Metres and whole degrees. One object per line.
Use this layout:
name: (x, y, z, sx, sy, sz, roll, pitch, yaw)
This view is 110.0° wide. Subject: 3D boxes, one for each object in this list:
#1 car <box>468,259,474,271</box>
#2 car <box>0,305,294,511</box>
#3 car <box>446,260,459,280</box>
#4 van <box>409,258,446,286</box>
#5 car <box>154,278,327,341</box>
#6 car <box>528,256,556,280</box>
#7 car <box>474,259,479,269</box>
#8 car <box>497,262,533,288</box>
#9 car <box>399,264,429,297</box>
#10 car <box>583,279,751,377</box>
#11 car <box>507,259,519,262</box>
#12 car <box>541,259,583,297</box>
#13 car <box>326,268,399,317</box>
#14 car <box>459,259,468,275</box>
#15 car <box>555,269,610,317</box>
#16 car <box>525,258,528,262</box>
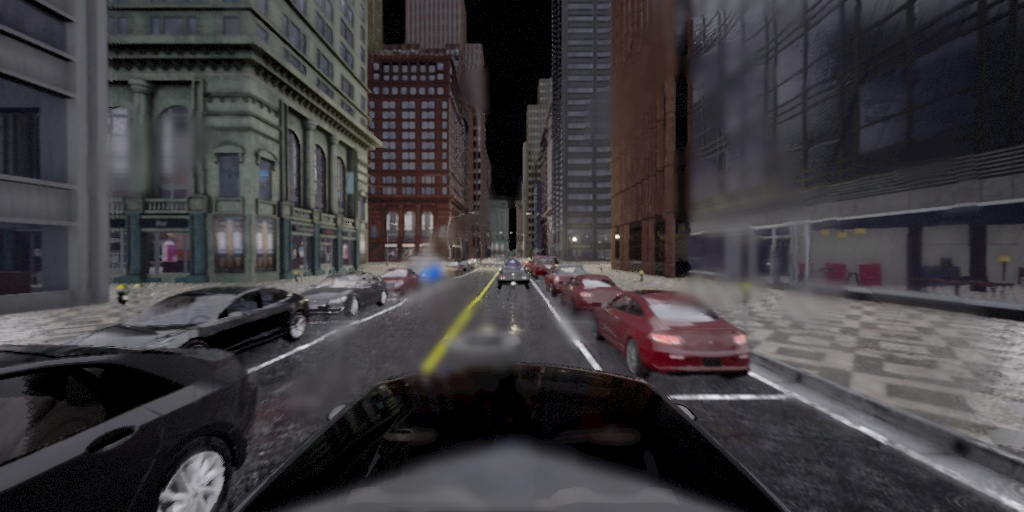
car: (-5.786, 1.140, 40.826, 1.948, 1.339, 4.313, 0, 0, 0)
car: (-3.094, 1.261, 1.081, 1.837, 1.490, 4.892, 0, 0, 0)
car: (-5.778, 1.148, 29.383, 1.751, 1.417, 4.829, 0, 0, 0)
van: (-5.774, 0.989, 23.916, 1.690, 1.789, 3.998, 0, 0, 0)
car: (-5.762, 1.295, 7.007, 1.948, 1.339, 4.313, 0, 0, 0)
car: (2.747, 0.929, 29.561, 2.192, 1.841, 5.009, 0, 0, 0)
car: (-5.789, 1.117, 46.462, 1.948, 1.339, 4.313, 0, 0, 0)
car: (0.085, 1.250, 22.459, 1.895, 1.301, 4.718, 0, 0, 0)
car: (-5.770, 1.256, 18.280, 1.802, 1.307, 4.207, 0, 0, 0)
car: (2.763, 1.302, 7.018, 1.802, 1.307, 4.207, 0, 0, 0)
car: (0.075, 1.091, 41.491, 1.812, 1.442, 4.674, 0, 0, 0)
car: (2.755, 1.105, 18.290, 1.967, 1.591, 4.097, 0, 0, 0)
car: (-5.766, 1.252, 12.643, 2.007, 1.370, 4.403, 0, 0, 0)
car: (-5.782, 1.180, 35.189, 1.802, 1.307, 4.207, 0, 0, 0)
car: (2.759, 1.275, 12.655, 1.802, 1.307, 4.207, 0, 0, 0)
car: (2.743, 0.904, 35.198, 2.192, 1.841, 5.009, 0, 0, 0)
